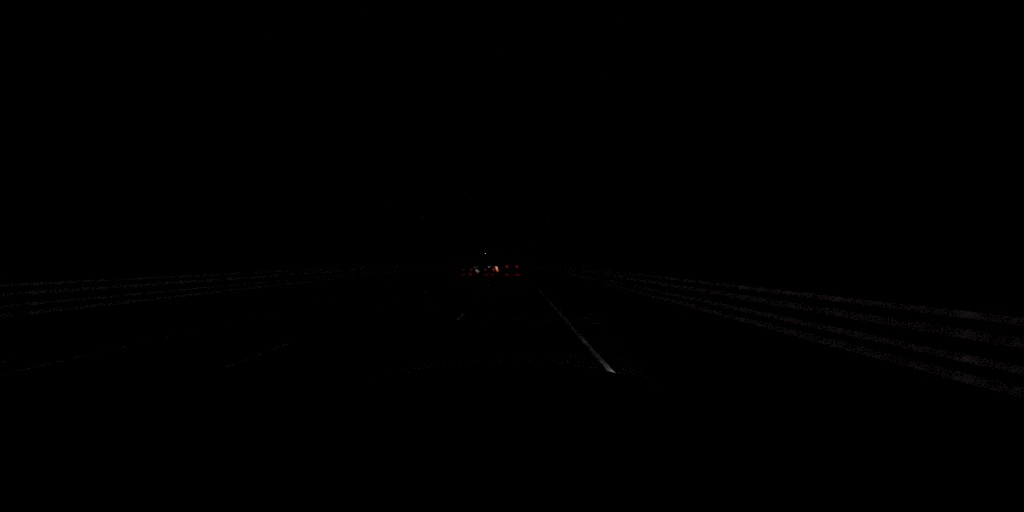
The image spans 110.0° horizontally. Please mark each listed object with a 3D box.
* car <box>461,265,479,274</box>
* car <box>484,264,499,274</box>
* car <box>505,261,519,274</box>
[{"bbox_3d":[-7.008,2.263,58.301,1.895,1.301,4.718,0,-2,0],"label":"car"},{"bbox_3d":[-3.509,2.263,58.299,1.895,1.301,4.718,0,-2,0],"label":"car"},{"bbox_3d":[-0.008,1.870,57.900,2.150,2.045,5.566,0,-2,0],"label":"car"}]
